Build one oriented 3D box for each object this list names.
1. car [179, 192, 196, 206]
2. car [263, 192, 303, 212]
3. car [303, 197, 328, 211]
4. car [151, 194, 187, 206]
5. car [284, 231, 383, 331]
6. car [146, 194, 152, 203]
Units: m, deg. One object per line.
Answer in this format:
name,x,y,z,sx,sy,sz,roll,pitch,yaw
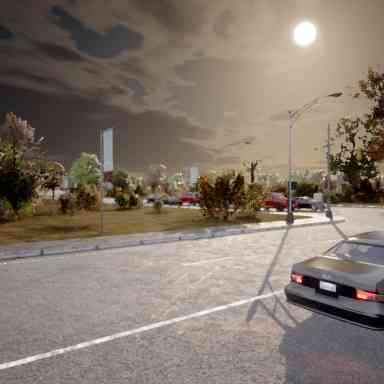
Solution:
car,-0.081,1.042,52.723,2.150,2.045,5.566,-1,0,-39
car,8.750,1.059,36.252,2.150,2.045,5.566,-1,0,-37
car,12.629,1.304,36.986,2.128,1.511,4.902,-1,0,-39
car,-3.605,1.393,51.519,2.033,1.411,5.357,-1,0,-39
car,4.176,1.528,6.746,5.357,1.411,2.033,0,0,-36
car,-6.413,1.176,60.631,2.097,1.767,4.553,-1,0,-38
